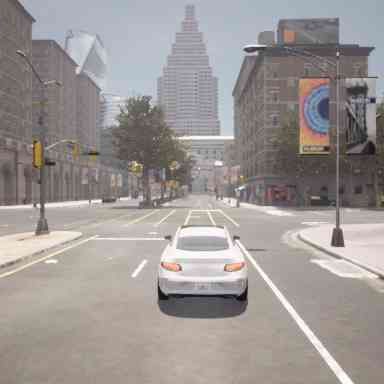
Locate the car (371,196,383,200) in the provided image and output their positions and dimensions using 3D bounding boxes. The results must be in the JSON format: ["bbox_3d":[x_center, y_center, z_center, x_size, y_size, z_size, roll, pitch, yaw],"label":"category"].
[{"bbox_3d":[35.922,1.481,67.540,2.231,1.521,4.892,0,0,1],"label":"car"}]

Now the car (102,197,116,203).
[{"bbox_3d":[-16.791,1.595,67.295,1.895,1.301,4.718,0,0,1],"label":"car"}]

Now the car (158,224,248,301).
[{"bbox_3d":[0.254,1.526,8.242,1.812,1.442,4.674,0,0,2],"label":"car"}]
